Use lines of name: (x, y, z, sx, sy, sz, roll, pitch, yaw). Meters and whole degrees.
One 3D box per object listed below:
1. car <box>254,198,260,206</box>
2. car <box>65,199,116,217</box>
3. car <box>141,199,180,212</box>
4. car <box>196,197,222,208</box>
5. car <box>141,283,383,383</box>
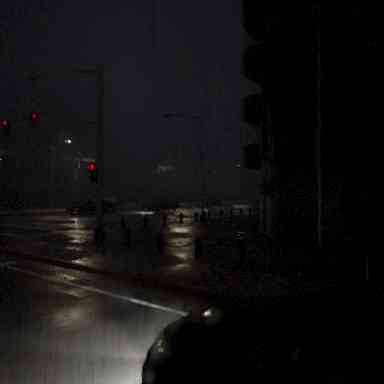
car: (11.653, 1.497, 53.421, 1.994, 1.385, 4.181, 0, 0, 36)
car: (-9.269, 1.435, 30.762, 1.837, 1.490, 4.892, 0, 0, 36)
car: (-3.543, 1.478, 38.696, 2.033, 1.411, 5.357, 0, 0, 36)
car: (2.509, 1.436, 47.055, 1.837, 1.490, 4.892, 0, 0, 36)
car: (1.538, 1.564, 2.895, 4.181, 1.385, 1.994, 0, 0, 36)
